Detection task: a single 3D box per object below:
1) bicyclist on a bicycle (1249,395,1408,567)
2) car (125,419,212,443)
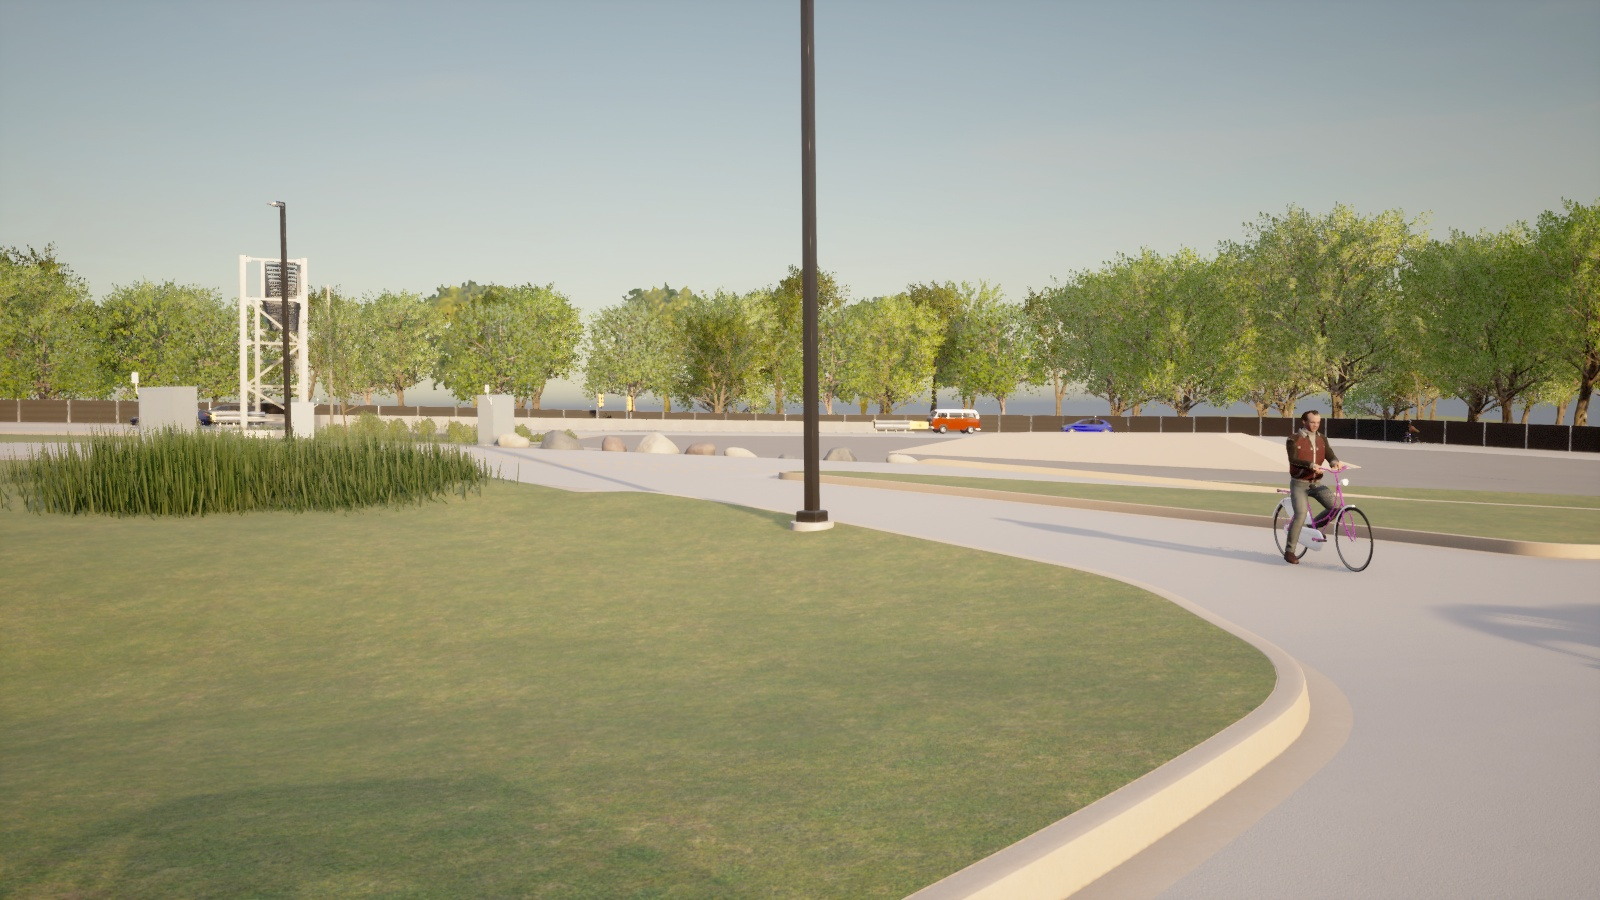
[{"bbox_3d":[5.856,0.307,14.044,0.659,1.776,1.843,-2,1,-12],"label":"bicyclist on a bicycle"},{"bbox_3d":[-40.684,-1.238,81.034,4.792,1.488,2.163,-1,2,-22],"label":"car"}]
